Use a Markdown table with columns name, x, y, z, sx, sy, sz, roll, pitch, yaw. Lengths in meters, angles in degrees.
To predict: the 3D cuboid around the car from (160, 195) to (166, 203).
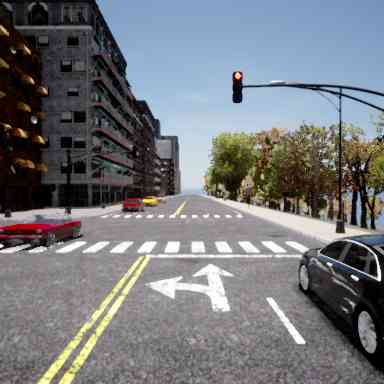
| name | x | y | z | sx | sy | sz | roll | pitch | yaw |
| --- | --- | --- | --- | --- | --- | --- | --- | --- | --- |
| car | -6.460 | 1.357 | 68.204 | 2.097 | 1.767 | 4.553 | 0 | 0 | 0 |

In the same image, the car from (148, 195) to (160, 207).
| name | x | y | z | sx | sy | sz | roll | pitch | yaw |
| --- | --- | --- | --- | --- | --- | --- | --- | --- | --- |
| car | -6.551 | 1.475 | 52.051 | 1.882 | 1.535 | 5.008 | 0 | 0 | 0 |

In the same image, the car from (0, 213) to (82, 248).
| name | x | y | z | sx | sy | sz | roll | pitch | yaw |
| --- | --- | --- | --- | --- | --- | --- | --- | --- | --- |
| car | -6.592 | 1.614 | 14.909 | 1.895 | 1.301 | 4.718 | 1 | -1 | 0 |

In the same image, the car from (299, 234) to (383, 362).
| name | x | y | z | sx | sy | sz | roll | pitch | yaw |
| --- | --- | --- | --- | --- | --- | --- | --- | --- | --- |
| car | 3.318 | 1.503 | 5.842 | 1.837 | 1.490 | 4.892 | 0 | 0 | 2 |

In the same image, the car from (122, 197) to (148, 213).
| name | x | y | z | sx | sy | sz | roll | pitch | yaw |
| --- | --- | --- | --- | --- | --- | --- | --- | --- | --- |
| car | -6.570 | 1.472 | 37.370 | 1.882 | 1.535 | 5.008 | 0 | 1 | 0 |
